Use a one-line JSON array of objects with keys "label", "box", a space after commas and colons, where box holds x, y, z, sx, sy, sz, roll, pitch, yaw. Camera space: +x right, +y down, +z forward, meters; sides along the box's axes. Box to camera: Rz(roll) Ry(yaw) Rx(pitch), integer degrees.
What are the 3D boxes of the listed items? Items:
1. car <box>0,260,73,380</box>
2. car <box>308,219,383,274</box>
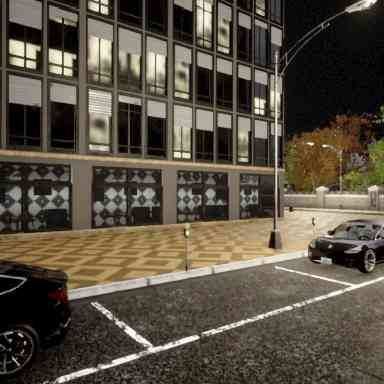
[{"label": "car", "box": [-3.677, 1.566, 3.935, 4.313, 1.339, 1.947, 0, 0, -36]}, {"label": "car", "box": [5.551, 1.563, 10.623, 4.313, 1.339, 1.947, 0, 0, -36]}]
